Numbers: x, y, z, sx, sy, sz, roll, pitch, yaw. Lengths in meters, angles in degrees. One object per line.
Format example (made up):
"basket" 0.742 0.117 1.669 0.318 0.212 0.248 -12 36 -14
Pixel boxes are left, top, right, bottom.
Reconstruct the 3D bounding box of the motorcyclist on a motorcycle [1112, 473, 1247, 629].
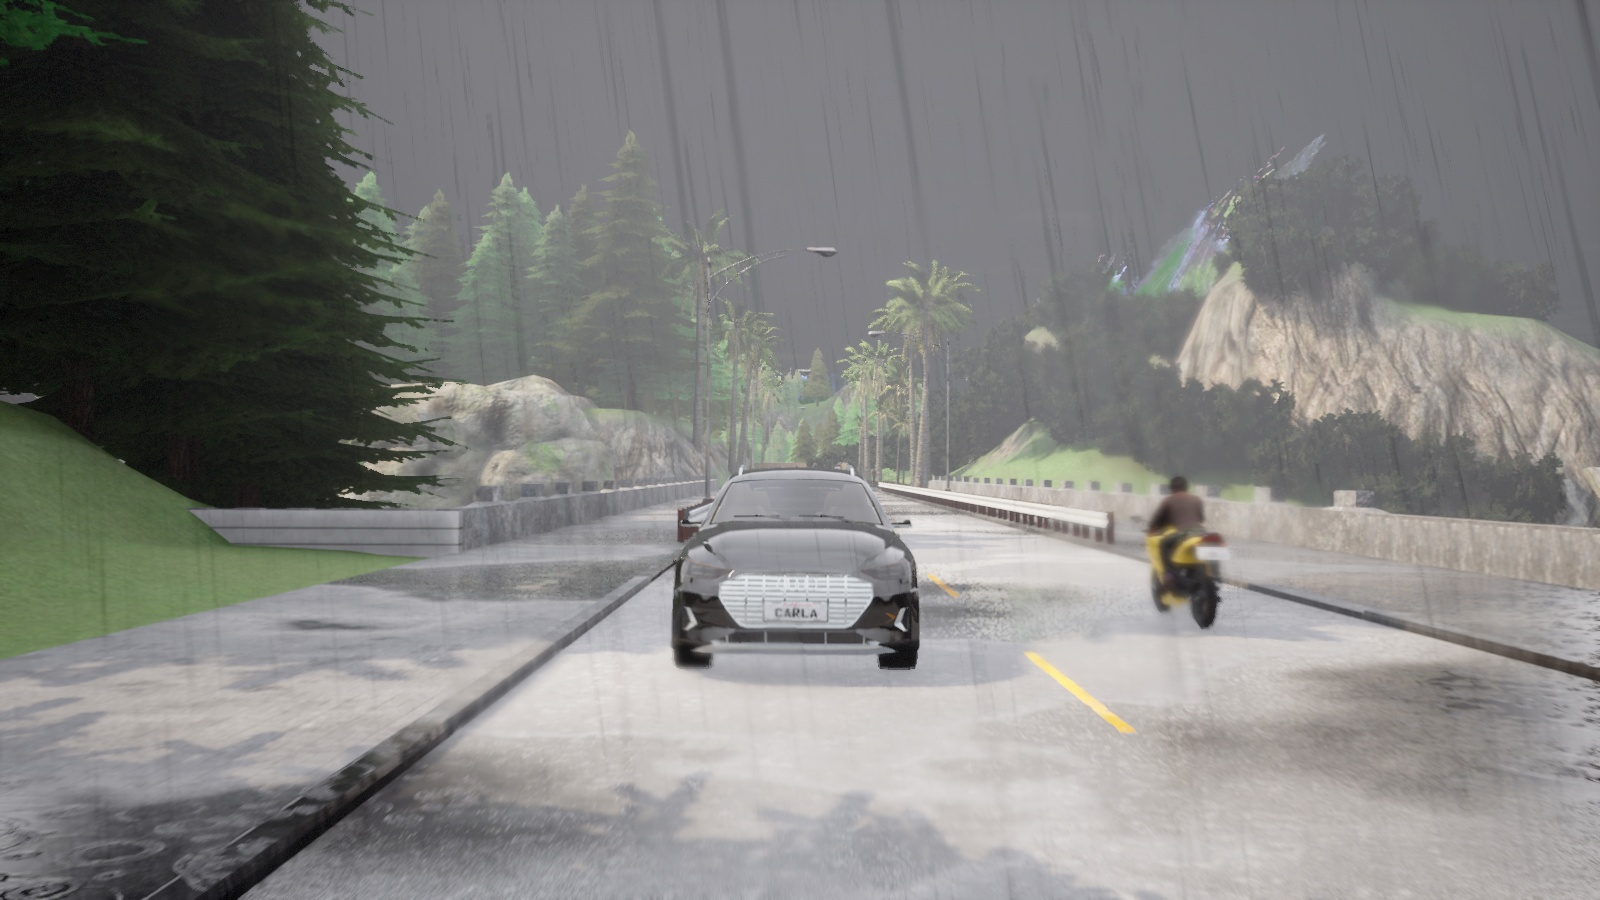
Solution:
"motorcyclist on a motorcycle" 3.970 1.004 13.328 0.797 1.523 2.044 0 -1 0

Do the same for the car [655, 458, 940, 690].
"car" -0.026 0.937 11.434 2.033 1.649 4.856 0 -1 0
